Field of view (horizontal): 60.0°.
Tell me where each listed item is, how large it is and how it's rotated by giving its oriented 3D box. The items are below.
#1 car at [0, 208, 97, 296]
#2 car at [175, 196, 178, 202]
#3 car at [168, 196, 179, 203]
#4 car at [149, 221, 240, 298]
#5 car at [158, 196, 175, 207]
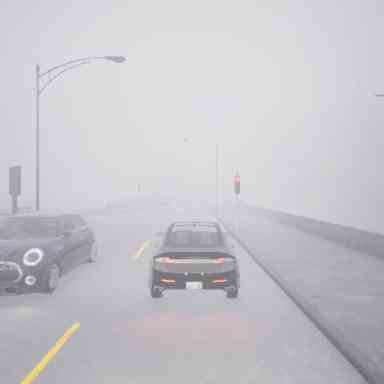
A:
[{"bbox_3d":[-4.103,1.352,8.816,2.097,1.767,4.553,0,0,0],"label":"car"},{"bbox_3d":[-4.093,1.600,60.938,1.895,1.301,4.718,0,0,0],"label":"car"},{"bbox_3d":[-4.031,1.550,72.865,1.994,1.385,4.181,0,0,0],"label":"car"},{"bbox_3d":[0.058,1.491,8.491,2.128,1.511,4.902,0,0,0],"label":"car"},{"bbox_3d":[-4.119,1.547,50.882,2.033,1.411,5.357,0,0,0],"label":"car"}]
